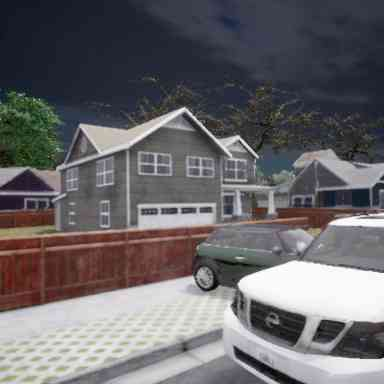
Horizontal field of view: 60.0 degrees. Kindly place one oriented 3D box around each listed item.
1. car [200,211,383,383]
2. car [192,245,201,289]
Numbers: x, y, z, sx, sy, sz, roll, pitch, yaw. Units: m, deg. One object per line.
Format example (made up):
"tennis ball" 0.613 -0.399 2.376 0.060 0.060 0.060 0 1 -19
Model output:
"car" 3.079 1.339 4.933 5.566 2.045 2.150 0 -3 -33
"car" 2.203 1.612 8.267 4.553 1.767 2.097 -3 -3 41
